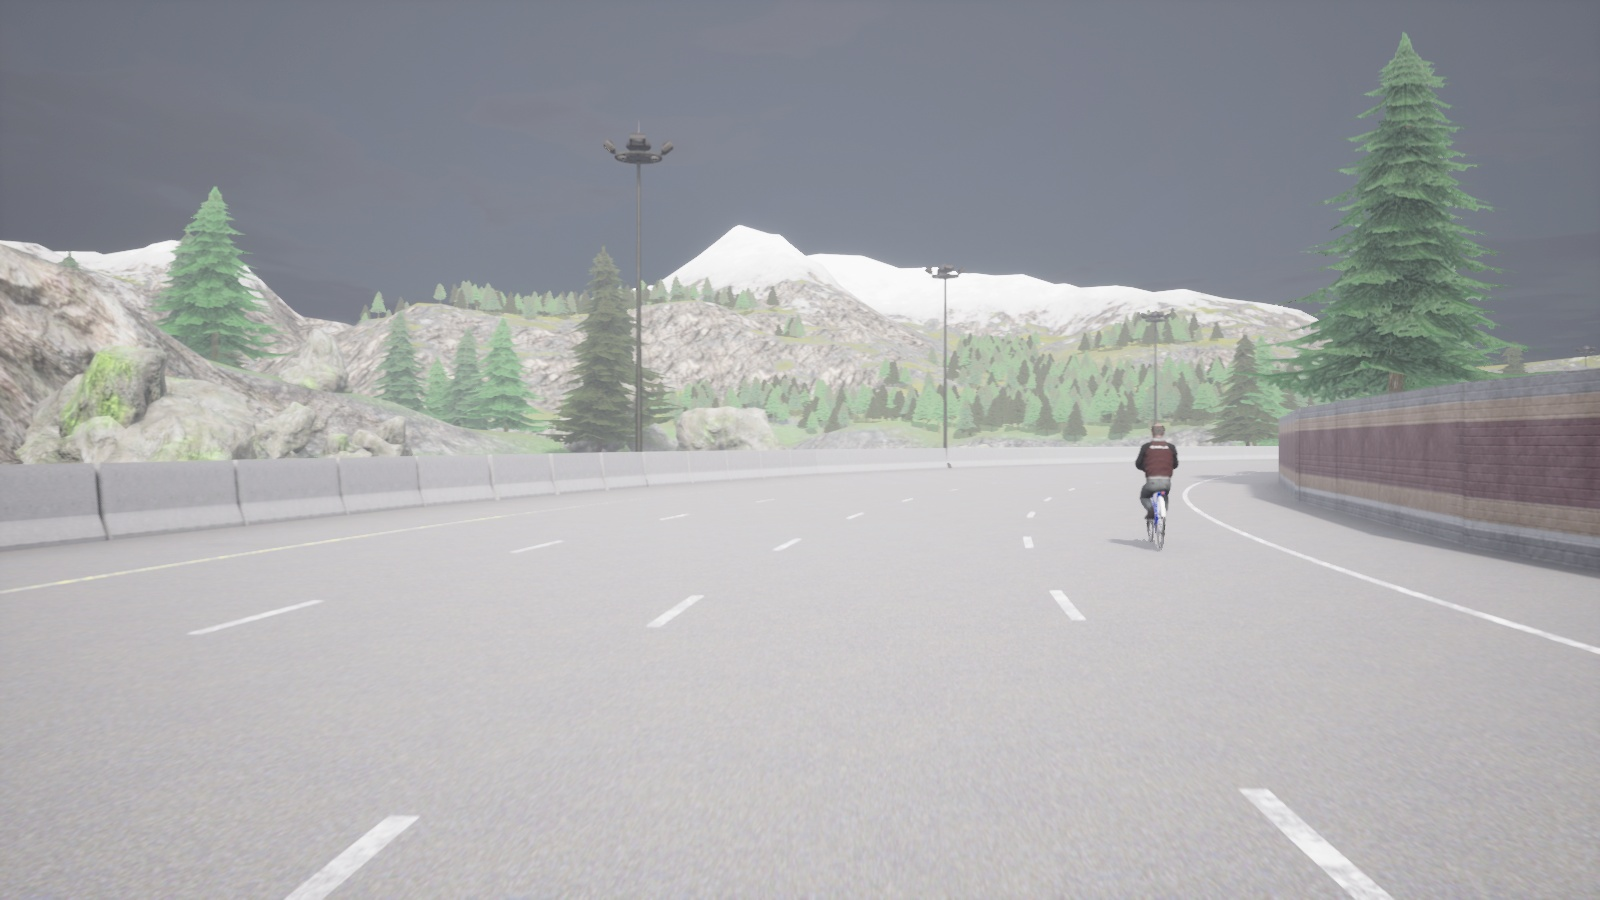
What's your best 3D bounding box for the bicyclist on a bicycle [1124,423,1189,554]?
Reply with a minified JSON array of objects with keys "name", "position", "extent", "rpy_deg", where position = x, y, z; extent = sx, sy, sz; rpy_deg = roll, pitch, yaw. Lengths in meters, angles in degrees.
[{"name":"bicyclist on a bicycle","position":[5.111,0.521,18.110],"extent":[0.659,1.776,1.843],"rpy_deg":[1,1,9]}]
